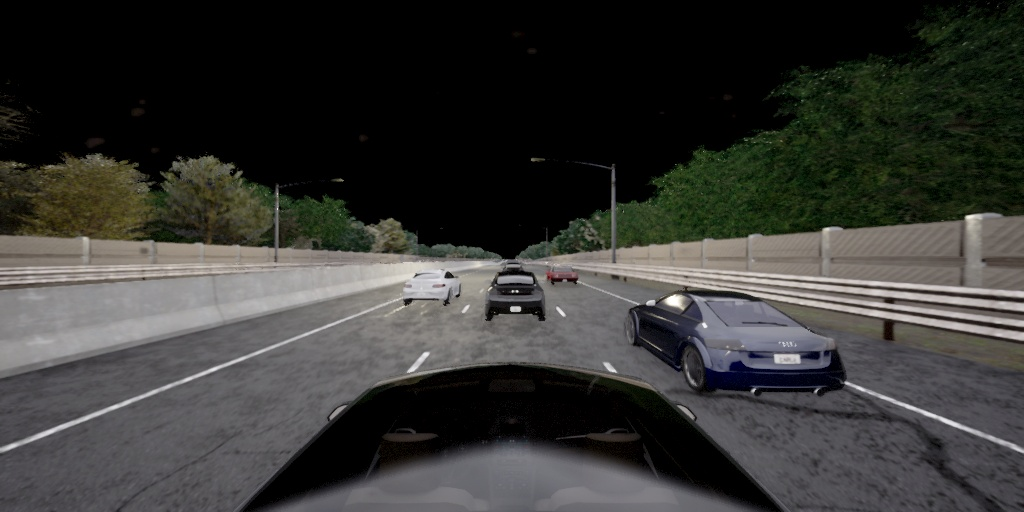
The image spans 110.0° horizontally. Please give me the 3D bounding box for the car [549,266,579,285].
[{"bbox_3d":[3.602,1.400,26.627,1.895,1.301,4.718,0,0,0],"label":"car"}]

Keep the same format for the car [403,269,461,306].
[{"bbox_3d":[-3.398,1.285,15.777,1.812,1.442,4.674,0,0,0],"label":"car"}]

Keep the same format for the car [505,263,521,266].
[{"bbox_3d":[0.102,1.333,30.824,1.837,1.490,4.892,0,0,0],"label":"car"}]

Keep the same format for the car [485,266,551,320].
[{"bbox_3d":[0.101,1.259,12.556,1.837,1.490,4.892,0,0,0],"label":"car"}]

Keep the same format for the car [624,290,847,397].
[{"bbox_3d":[3.602,1.315,6.697,1.994,1.385,4.181,0,0,0],"label":"car"}]
